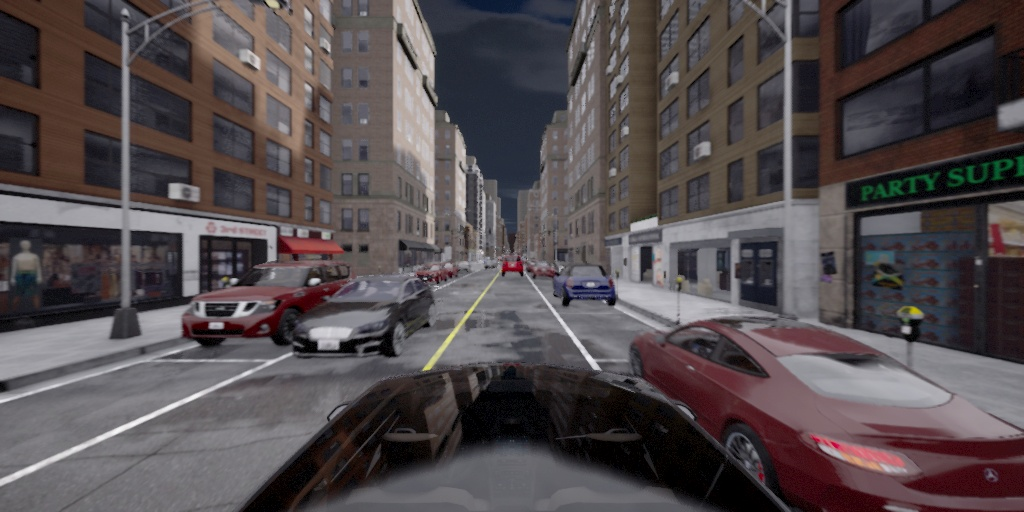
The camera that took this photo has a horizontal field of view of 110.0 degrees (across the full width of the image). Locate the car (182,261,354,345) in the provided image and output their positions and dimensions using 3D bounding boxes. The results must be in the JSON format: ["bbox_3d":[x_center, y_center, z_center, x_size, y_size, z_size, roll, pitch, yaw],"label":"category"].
[{"bbox_3d":[-5.856,1.057,9.616,2.192,1.841,5.009,0,0,0],"label":"car"}]

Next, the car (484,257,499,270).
[{"bbox_3d":[-2.987,1.278,52.397,1.837,1.490,4.892,0,0,0],"label":"car"}]

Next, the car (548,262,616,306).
[{"bbox_3d":[3.003,1.088,15.797,2.097,1.767,4.553,0,0,0],"label":"car"}]

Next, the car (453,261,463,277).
[{"bbox_3d":[-5.850,1.270,31.999,1.888,1.381,4.507,0,0,0],"label":"car"}]

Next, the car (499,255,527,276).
[{"bbox_3d":[0.064,0.946,36.302,2.150,2.045,5.566,0,0,0],"label":"car"}]

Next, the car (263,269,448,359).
[{"bbox_3d":[-3.099,1.235,8.510,2.128,1.511,4.902,0,0,0],"label":"car"}]

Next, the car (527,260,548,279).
[{"bbox_3d":[2.676,1.164,32.005,1.967,1.591,4.097,0,0,0],"label":"car"}]

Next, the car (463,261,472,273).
[{"bbox_3d":[-5.847,1.269,43.190,2.007,1.370,4.403,0,0,0],"label":"car"}]

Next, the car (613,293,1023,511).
[{"bbox_3d":[2.668,1.330,4.034,1.802,1.307,4.207,0,0,0],"label":"car"}]

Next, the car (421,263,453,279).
[{"bbox_3d":[-5.851,1.274,26.403,1.888,1.381,4.507,0,0,0],"label":"car"}]
